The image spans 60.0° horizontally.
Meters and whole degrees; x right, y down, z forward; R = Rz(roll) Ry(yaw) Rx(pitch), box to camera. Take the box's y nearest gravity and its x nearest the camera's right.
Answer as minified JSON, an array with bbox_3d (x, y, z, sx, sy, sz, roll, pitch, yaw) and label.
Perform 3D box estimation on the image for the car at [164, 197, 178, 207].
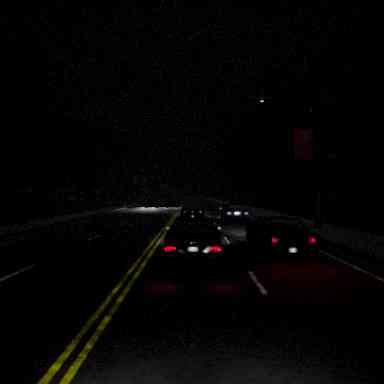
[{"bbox_3d":[-3.333,1.621,52.861,1.837,1.490,4.892,0,0,0],"label":"car"}]

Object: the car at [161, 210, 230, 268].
[{"bbox_3d":[0.045,1.550,11.245,2.033,1.411,5.357,0,0,0],"label":"car"}]

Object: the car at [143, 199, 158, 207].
[{"bbox_3d":[-6.584,1.717,52.502,1.895,1.301,4.718,0,0,0],"label":"car"}]

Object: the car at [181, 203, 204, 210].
[{"bbox_3d":[0.060,1.624,28.538,1.895,1.301,4.718,0,0,0],"label":"car"}]

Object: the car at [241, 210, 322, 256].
[{"bbox_3d":[3.309,1.604,13.057,1.895,1.301,4.718,0,0,0],"label":"car"}]

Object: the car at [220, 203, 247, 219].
[{"bbox_3d":[3.294,1.567,26.276,2.033,1.411,5.357,0,0,1],"label":"car"}]
